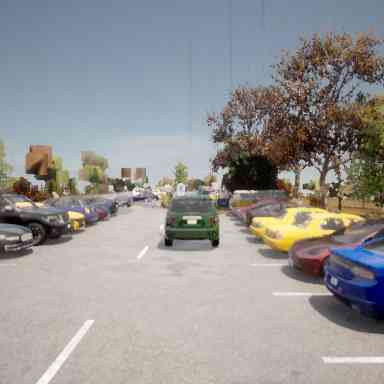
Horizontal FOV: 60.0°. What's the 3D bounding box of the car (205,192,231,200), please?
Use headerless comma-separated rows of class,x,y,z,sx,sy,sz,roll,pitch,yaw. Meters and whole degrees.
car,4.744,0.758,60.683,4.674,1.452,2.002,0,2,0

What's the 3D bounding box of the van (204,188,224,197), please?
van,4.852,0.033,74.640,4.442,1.987,1.878,0,2,0

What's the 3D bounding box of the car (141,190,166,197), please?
car,-8.530,0.254,74.677,5.366,1.575,1.946,0,2,0

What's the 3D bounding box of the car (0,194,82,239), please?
car,-8.011,1.107,14.171,5.566,2.045,2.435,0,1,0

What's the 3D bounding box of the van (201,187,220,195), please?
van,4.620,-0.201,82.800,4.442,1.987,1.878,0,2,0

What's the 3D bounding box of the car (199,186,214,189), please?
car,4.768,0.192,68.978,5.566,2.045,2.435,0,2,0

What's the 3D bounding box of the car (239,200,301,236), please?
car,5.069,1.332,17.031,4.792,1.488,2.163,0,1,0

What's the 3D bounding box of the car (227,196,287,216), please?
car,5.042,1.205,22.727,4.674,1.452,2.002,0,1,0

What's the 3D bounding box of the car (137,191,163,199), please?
car,-8.332,0.535,66.233,4.892,1.521,2.231,0,2,0

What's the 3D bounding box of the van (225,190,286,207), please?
van,4.913,0.873,25.392,4.442,1.987,1.878,-1,1,0

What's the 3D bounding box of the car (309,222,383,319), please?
car,5.035,1.457,5.997,5.008,1.535,2.097,0,0,0

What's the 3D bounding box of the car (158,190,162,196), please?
car,-8.326,0.808,57.908,5.008,1.535,2.097,0,2,0

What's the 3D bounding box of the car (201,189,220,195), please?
car,4.731,-0.046,85.591,5.008,1.535,2.097,0,1,0

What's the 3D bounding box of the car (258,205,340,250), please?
car,5.225,1.399,11.443,5.366,1.575,1.946,0,1,0

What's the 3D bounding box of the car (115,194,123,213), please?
car,-8.069,1.128,25.316,4.792,1.488,2.163,0,1,0

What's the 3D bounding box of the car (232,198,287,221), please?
car,5.043,1.276,19.942,4.674,1.452,2.002,0,1,0

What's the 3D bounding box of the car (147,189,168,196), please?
car,-8.356,0.097,80.095,4.892,1.521,2.231,0,2,0

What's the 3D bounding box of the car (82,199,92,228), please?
car,-8.045,1.304,16.968,5.008,1.535,2.097,0,1,0

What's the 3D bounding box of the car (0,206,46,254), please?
car,-8.046,1.404,11.386,4.892,1.521,2.231,0,1,0

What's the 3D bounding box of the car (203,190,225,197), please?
car,4.709,0.382,71.755,4.792,1.488,2.163,0,2,0

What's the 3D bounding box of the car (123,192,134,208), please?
car,-8.007,1.014,38.290,1.812,1.442,4.674,0,-1,-6

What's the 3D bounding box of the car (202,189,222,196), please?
car,4.759,0.127,80.056,4.792,1.488,2.163,0,2,0

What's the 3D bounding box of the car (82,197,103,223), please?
car,-8.009,1.115,19.744,4.553,1.767,2.185,0,1,0

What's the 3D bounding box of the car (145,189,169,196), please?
car,-8.162,0.173,77.329,5.366,1.575,1.946,0,2,0

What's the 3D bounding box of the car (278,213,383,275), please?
car,5.011,1.465,8.788,4.792,1.488,2.163,0,1,0

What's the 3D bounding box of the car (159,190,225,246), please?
car,0.000,1.126,14.686,2.150,2.045,5.566,0,1,0

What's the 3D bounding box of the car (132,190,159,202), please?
car,-8.358,0.930,55.135,4.792,1.488,2.163,0,2,0

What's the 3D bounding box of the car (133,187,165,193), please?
car,-8.305,0.466,60.675,5.566,2.045,2.435,0,2,0

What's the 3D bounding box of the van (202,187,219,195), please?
van,4.840,-0.338,88.355,4.442,1.987,1.878,0,1,0

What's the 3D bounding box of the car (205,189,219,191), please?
car,4.782,0.771,55.264,4.553,1.767,2.185,0,2,0

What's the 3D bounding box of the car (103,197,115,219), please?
car,-8.011,1.199,22.533,4.792,1.488,2.163,0,1,0

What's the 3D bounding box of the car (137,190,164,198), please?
car,-8.526,0.439,69.007,5.366,1.575,1.946,0,2,0

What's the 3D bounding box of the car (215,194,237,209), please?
car,3.934,1.042,37.525,1.882,1.535,5.008,-1,0,13
